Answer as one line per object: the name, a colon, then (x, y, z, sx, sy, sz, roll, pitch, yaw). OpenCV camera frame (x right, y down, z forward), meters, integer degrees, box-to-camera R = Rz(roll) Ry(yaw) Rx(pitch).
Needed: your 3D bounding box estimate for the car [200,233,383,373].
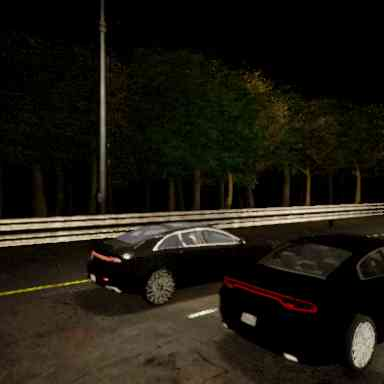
car: (2.740, 1.473, 5.703, 5.008, 1.535, 1.882, 0, 0, -36)

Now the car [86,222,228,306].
car: (-0.008, 1.488, 8.039, 4.902, 1.511, 2.128, 0, 0, -36)
